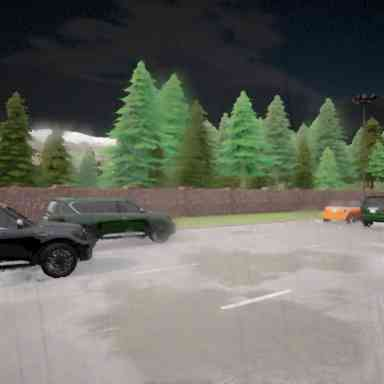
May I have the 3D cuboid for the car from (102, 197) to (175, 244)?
[{"bbox_3d":[-3.407,1.233,14.215,5.566,2.045,2.150,0,0,-36],"label":"car"}]

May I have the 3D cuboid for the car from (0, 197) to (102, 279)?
[{"bbox_3d":[-5.461,1.223,8.450,5.566,2.045,2.150,0,0,-36],"label":"car"}]

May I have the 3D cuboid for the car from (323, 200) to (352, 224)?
[{"bbox_3d":[11.988,1.403,25.196,4.553,1.767,2.097,0,0,-35],"label":"car"}]

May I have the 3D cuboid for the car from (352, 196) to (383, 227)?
[{"bbox_3d":[13.150,1.270,21.727,5.566,2.045,2.150,0,0,-36],"label":"car"}]
